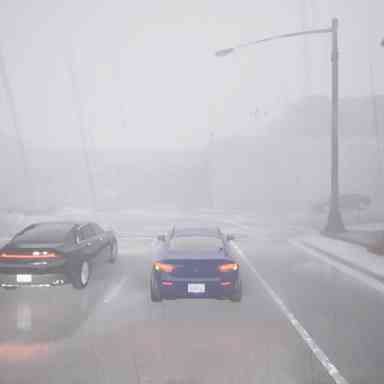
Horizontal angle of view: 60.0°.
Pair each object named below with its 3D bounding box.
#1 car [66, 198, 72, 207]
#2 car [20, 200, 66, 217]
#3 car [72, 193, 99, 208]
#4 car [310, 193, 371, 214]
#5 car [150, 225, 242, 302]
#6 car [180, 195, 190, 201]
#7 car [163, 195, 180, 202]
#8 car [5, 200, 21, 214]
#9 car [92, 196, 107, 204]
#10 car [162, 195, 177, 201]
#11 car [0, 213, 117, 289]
[{"bbox_3d":[-18.338,1.600,51.951,1.895,1.301,4.718,0,0,-1],"label":"car"},{"bbox_3d":[-13.875,1.548,31.337,2.033,1.411,5.357,0,0,-7],"label":"car"},{"bbox_3d":[-14.744,1.222,47.595,2.150,2.045,5.566,0,0,-1],"label":"car"},{"bbox_3d":[12.560,0.891,28.306,4.892,1.490,1.837,-7,0,0],"label":"car"},{"bbox_3d":[0.096,1.526,8.154,1.812,1.442,4.674,0,0,0],"label":"car"},{"bbox_3d":[-2.043,1.524,84.991,1.812,1.442,4.674,0,0,24],"label":"car"},{"bbox_3d":[-4.566,1.355,75.360,2.097,1.767,4.553,0,0,6],"label":"car"},{"bbox_3d":[-17.818,1.547,35.476,2.033,1.411,5.357,0,0,-5],"label":"car"},{"bbox_3d":[-18.577,1.553,66.820,1.994,1.385,4.181,0,0,-1],"label":"car"},{"bbox_3d":[-5.726,1.552,85.211,1.994,1.385,4.181,0,0,24],"label":"car"},{"bbox_3d":[-3.393,1.505,9.169,1.837,1.490,4.892,0,0,0],"label":"car"}]
